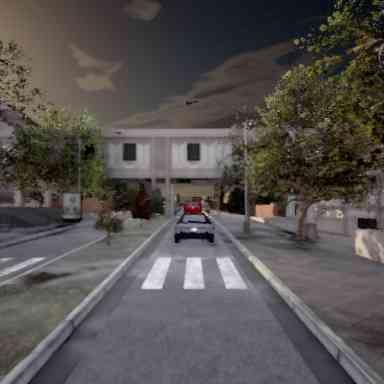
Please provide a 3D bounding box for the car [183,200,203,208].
[{"bbox_3d":[0.116,1.953,40.832,2.150,2.045,5.566,0,-2,0],"label":"car"}]

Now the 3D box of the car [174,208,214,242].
[{"bbox_3d":[0.107,1.738,17.420,1.994,1.385,4.181,0,-1,0],"label":"car"}]
